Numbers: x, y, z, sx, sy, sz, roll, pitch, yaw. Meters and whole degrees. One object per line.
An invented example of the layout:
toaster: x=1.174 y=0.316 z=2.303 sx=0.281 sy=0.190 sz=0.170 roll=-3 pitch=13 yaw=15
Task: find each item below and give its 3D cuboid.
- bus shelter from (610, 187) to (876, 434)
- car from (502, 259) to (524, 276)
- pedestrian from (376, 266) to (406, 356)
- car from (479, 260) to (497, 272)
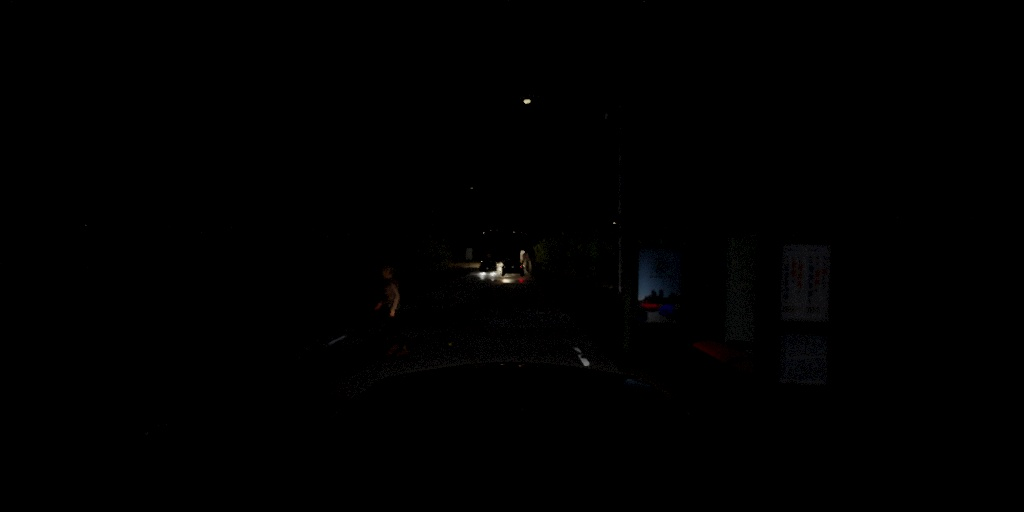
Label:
bus shelter: x=3.125 y=0.619 z=5.995 sx=1.920 sy=2.740 sz=3.880 roll=0 pitch=0 yaw=0
car: x=0.084 y=1.033 z=36.029 sx=2.097 sy=1.767 sz=4.553 roll=0 pitch=1 yaw=0
pedestrian: x=-2.355 y=1.036 z=7.000 sx=0.375 sy=1.860 sz=0.375 roll=-1 pitch=1 yaw=-10
car: x=-2.837 y=1.223 z=43.360 sx=1.994 sy=1.385 sz=4.181 roll=0 pitch=0 yaw=0
